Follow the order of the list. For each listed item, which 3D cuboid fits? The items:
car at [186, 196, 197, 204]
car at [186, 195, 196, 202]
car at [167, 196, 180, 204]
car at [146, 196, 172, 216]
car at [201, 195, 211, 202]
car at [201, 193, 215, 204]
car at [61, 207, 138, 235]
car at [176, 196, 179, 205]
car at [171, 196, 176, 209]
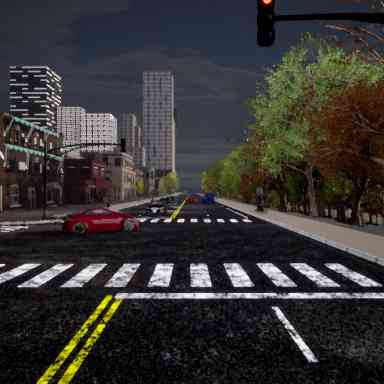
[{"bbox_3d":[-0.059,1.540,64.485,1.994,1.385,4.181,0,0,-1],"label":"car"},{"bbox_3d":[-0.189,1.511,74.473,2.033,1.411,5.357,0,0,0],"label":"car"},{"bbox_3d":[-3.456,1.468,63.562,2.128,1.511,4.902,0,0,1],"label":"car"},{"bbox_3d":[-3.429,1.481,32.982,2.128,1.511,4.902,0,0,0],"label":"car"},{"bbox_3d":[3.057,1.448,74.409,1.882,1.535,5.008,0,0,0],"label":"car"},{"bbox_3d":[3.187,1.198,63.834,2.150,2.045,5.566,0,0,0],"label":"car"},{"bbox_3d":[-5.158,1.558,18.767,4.181,1.385,1.994,0,0,-31],"label":"car"},{"bbox_3d":[-3.467,1.486,53.172,1.837,1.490,4.892,0,0,0],"label":"car"},{"bbox_3d":[-3.449,1.490,43.032,1.837,1.490,4.892,0,0,0],"label":"car"}]
